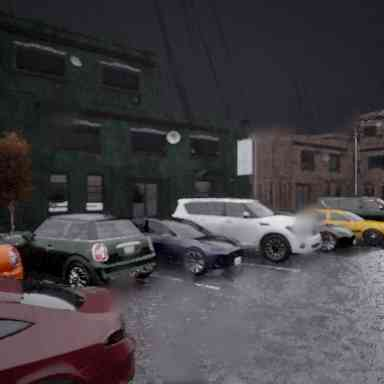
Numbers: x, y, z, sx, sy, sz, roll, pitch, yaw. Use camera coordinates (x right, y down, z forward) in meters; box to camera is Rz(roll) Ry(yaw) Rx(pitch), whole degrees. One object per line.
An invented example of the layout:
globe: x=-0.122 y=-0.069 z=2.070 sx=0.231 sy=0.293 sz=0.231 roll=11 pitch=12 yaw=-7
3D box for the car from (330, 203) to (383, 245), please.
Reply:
car: x=6.794 y=1.495 z=15.610 sx=5.366 sy=1.575 sz=1.946 roll=-1 pitch=-1 yaw=35

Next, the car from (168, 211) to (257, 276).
car: x=-0.699 y=1.519 z=10.516 sx=4.792 sy=1.488 sz=2.163 roll=-1 pitch=-1 yaw=35

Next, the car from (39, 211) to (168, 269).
car: x=-3.160 y=1.361 z=8.775 sx=4.553 sy=1.767 sz=2.185 roll=-1 pitch=-1 yaw=35

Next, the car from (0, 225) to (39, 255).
car: x=-5.613 y=1.360 z=7.046 sx=4.553 sy=1.767 sz=2.185 roll=-1 pitch=-1 yaw=35

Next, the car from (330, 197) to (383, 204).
car: x=9.118 y=1.255 z=17.446 sx=5.566 sy=2.045 sz=2.435 roll=-1 pitch=-1 yaw=35

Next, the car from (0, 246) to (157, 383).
car: x=-2.743 y=1.526 z=2.670 sx=4.674 sy=1.442 sz=1.812 roll=0 pitch=0 yaw=-35

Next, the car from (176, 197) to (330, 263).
car: x=1.753 y=1.240 z=12.245 sx=5.566 sy=2.045 sz=2.435 roll=-1 pitch=-1 yaw=35

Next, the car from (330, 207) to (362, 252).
car: x=4.210 y=1.526 z=13.968 sx=4.792 sy=1.488 sz=2.163 roll=-1 pitch=-1 yaw=35
